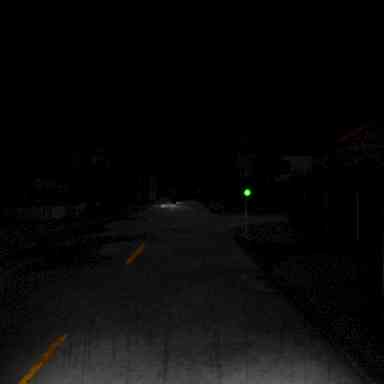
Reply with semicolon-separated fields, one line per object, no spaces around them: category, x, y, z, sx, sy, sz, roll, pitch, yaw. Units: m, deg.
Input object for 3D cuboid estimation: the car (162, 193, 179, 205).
car;-4.037;1.220;59.200;2.150;2.045;5.566;0;0;1
